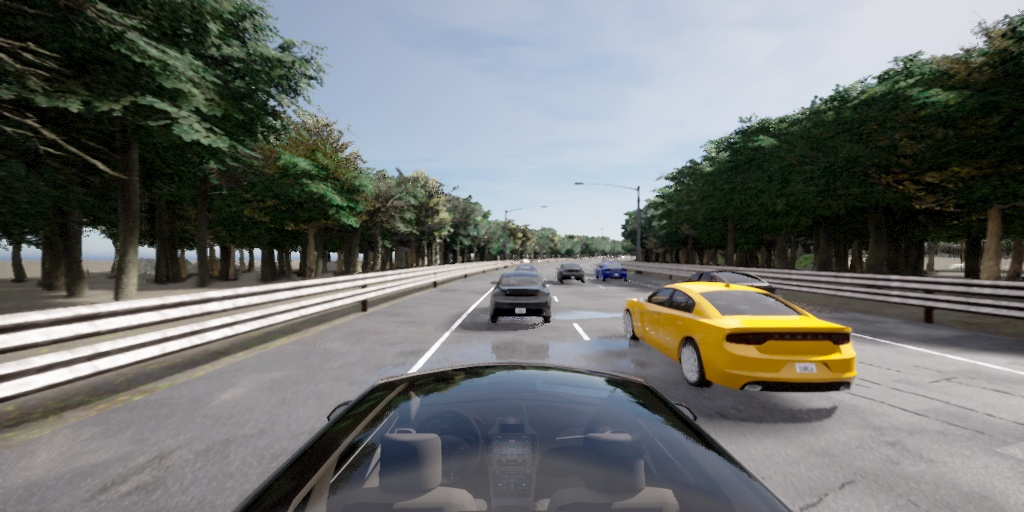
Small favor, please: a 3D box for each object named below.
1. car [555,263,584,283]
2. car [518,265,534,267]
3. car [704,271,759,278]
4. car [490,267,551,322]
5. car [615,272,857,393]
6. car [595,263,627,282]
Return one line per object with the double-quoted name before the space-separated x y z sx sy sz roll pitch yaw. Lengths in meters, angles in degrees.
"car" 4.577 1.319 28.366 1.837 1.490 4.892 0 0 4
"car" 1.111 1.376 28.889 1.994 1.385 4.181 0 0 4
"car" 7.315 1.285 12.822 1.837 1.490 4.892 0 0 2
"car" 0.300 1.278 12.368 1.837 1.490 4.892 0 0 1
"car" 3.678 1.242 6.927 1.882 1.535 5.008 0 0 1
"car" 8.202 1.299 29.986 1.882 1.535 5.008 0 0 4
